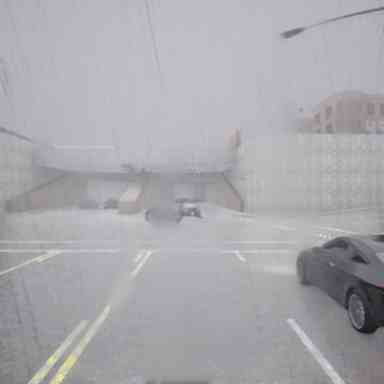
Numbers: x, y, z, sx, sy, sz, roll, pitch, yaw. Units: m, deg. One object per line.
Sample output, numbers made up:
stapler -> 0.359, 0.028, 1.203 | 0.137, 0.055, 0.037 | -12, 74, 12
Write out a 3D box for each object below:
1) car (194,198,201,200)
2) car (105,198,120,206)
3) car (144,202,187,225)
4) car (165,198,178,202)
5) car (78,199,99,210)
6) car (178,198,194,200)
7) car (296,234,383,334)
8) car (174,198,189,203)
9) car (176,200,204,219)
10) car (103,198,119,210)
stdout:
car -> 1.376, 2.152, 82.538 | 1.895, 1.301, 4.718 | 0, 0, 28
car -> -15.336, 1.939, 64.287 | 1.837, 1.490, 4.892 | 0, 0, -1
car -> -2.372, 1.722, 25.668 | 2.033, 1.411, 5.357 | 0, 0, -20
car -> -4.811, 2.015, 72.739 | 1.812, 1.442, 4.674 | 0, 0, 6
car -> -14.981, 1.805, 48.237 | 1.882, 1.535, 5.008 | 0, 0, -1
car -> -1.331, 1.968, 72.413 | 1.882, 1.535, 5.008 | 0, 0, 6
car -> 3.577, 1.572, 6.713 | 1.812, 1.442, 4.674 | 0, 0, 0
car -> -2.499, 2.088, 82.396 | 1.994, 1.385, 4.181 | 0, 0, 24
car -> -0.224, 1.739, 31.357 | 1.812, 1.442, 4.674 | 0, 0, -7
car -> -11.475, 1.831, 48.011 | 1.837, 1.490, 4.892 | 0, 0, -1
